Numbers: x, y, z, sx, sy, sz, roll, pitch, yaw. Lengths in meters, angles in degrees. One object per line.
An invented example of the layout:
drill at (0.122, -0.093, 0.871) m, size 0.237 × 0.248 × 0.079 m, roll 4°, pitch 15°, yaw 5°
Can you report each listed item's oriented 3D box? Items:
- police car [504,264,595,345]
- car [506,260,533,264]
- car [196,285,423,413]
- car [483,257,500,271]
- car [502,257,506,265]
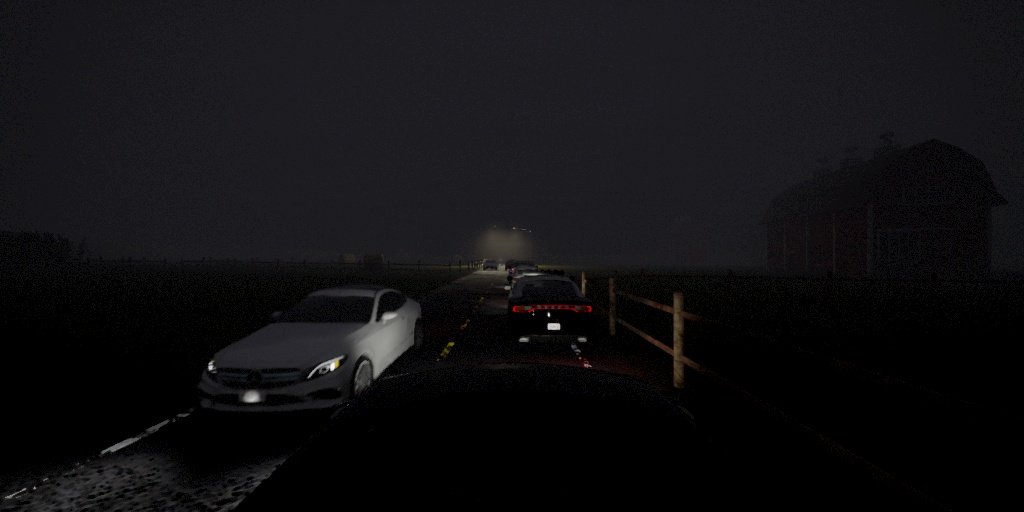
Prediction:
police car at (0.819, 1.174, 9.607) m, size 1.930 × 1.638 × 5.238 m, roll 0°, pitch 0°, yaw 0°
car at (0.806, 1.099, 25.467) m, size 2.097 × 1.767 × 4.553 m, roll 0°, pitch 0°, yaw 0°
car at (-2.853, 1.275, 6.262) m, size 1.812 × 1.442 × 4.674 m, roll 0°, pitch 0°, yaw 0°
car at (-2.883, 1.268, 48.238) m, size 1.812 × 1.442 × 4.674 m, roll 0°, pitch 0°, yaw 0°
car at (0.020, 1.220, 49.789) m, size 1.882 × 1.535 × 5.008 m, roll 0°, pitch 0°, yaw 0°
